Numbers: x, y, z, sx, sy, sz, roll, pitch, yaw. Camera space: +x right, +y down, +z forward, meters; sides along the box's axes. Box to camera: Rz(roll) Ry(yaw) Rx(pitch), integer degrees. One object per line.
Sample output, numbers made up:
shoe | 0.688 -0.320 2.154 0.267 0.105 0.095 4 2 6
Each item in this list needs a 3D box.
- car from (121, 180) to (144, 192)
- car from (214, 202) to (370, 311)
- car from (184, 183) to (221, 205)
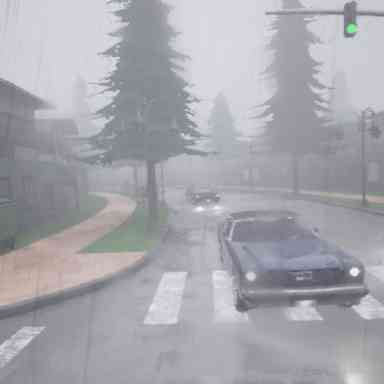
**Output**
car | -8.405 -0.906 46.821 1.882 1.535 5.008 -5 4 -33
car | 1.560 1.097 6.779 1.895 1.301 4.718 -3 3 1
car | 0.612 0.048 24.613 2.033 1.411 5.357 -3 3 -10
